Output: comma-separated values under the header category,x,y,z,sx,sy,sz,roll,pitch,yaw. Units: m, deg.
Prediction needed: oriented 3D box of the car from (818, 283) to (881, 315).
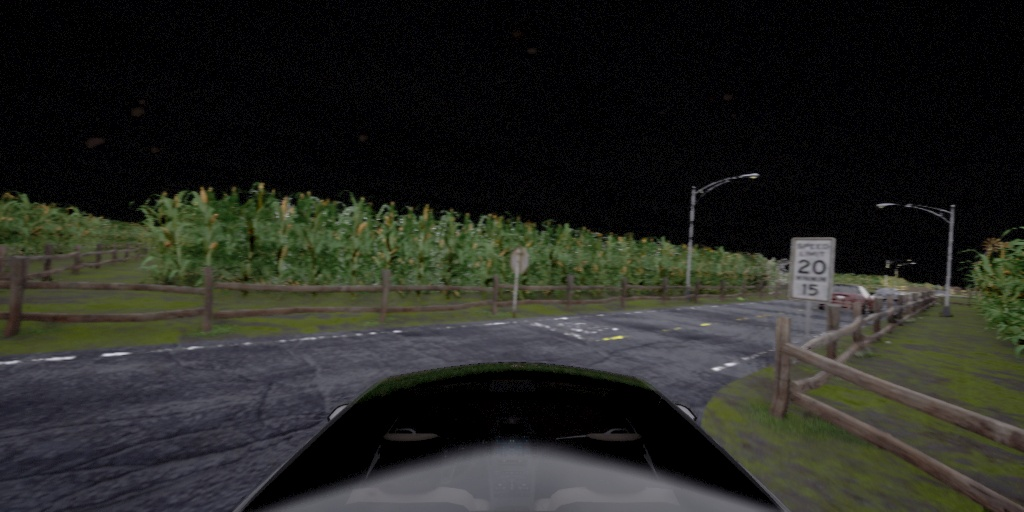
category,x,y,z,sx,sy,sz,roll,pitch,yaw
car,20.805,2.547,22.186,4.553,1.767,2.097,4,0,-39

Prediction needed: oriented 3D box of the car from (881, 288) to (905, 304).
category,x,y,z,sx,sy,sz,roll,pitch,yaw
car,36.112,3.807,34.451,5.357,1.411,2.033,4,0,-38
